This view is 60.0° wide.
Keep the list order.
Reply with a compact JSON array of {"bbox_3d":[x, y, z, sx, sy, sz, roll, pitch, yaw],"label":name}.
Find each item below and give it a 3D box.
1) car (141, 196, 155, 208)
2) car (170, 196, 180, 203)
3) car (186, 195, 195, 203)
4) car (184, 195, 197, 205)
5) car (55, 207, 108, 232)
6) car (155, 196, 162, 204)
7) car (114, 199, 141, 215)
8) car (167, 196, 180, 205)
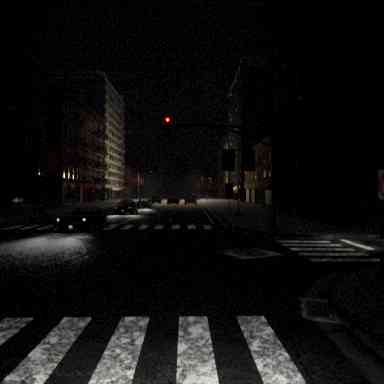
[{"bbox_3d":[-6.797,1.588,46.782,1.895,1.301,4.718,0,0,0],"label":"car"},{"bbox_3d":[-3.468,1.577,69.864,1.895,1.301,4.718,0,0,0],"label":"car"},{"bbox_3d":[-0.296,1.455,68.314,1.882,1.535,5.008,0,0,0],"label":"car"},{"bbox_3d":[-0.252,1.334,58.281,2.097,1.767,4.553,0,0,0],"label":"car"},{"bbox_3d":[-6.693,1.602,20.528,1.895,1.301,4.718,0,0,0],"label":"car"},{"bbox_3d":[-6.774,1.513,63.260,1.837,1.490,4.892,0,0,0],"label":"car"},{"bbox_3d":[-6.747,1.518,34.398,1.812,1.442,4.674,0,0,-1],"label":"car"},{"bbox_3d":[-3.410,1.459,59.711,1.882,1.535,5.008,0,0,0],"label":"car"}]
